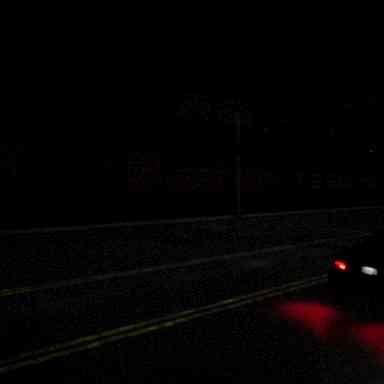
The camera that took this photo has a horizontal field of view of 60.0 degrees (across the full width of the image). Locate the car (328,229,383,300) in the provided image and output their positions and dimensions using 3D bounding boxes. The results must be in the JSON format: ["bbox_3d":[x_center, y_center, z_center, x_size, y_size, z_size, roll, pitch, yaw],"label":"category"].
[{"bbox_3d":[5.311,1.474,7.562,5.357,1.411,2.033,-1,0,-35],"label":"car"}]
